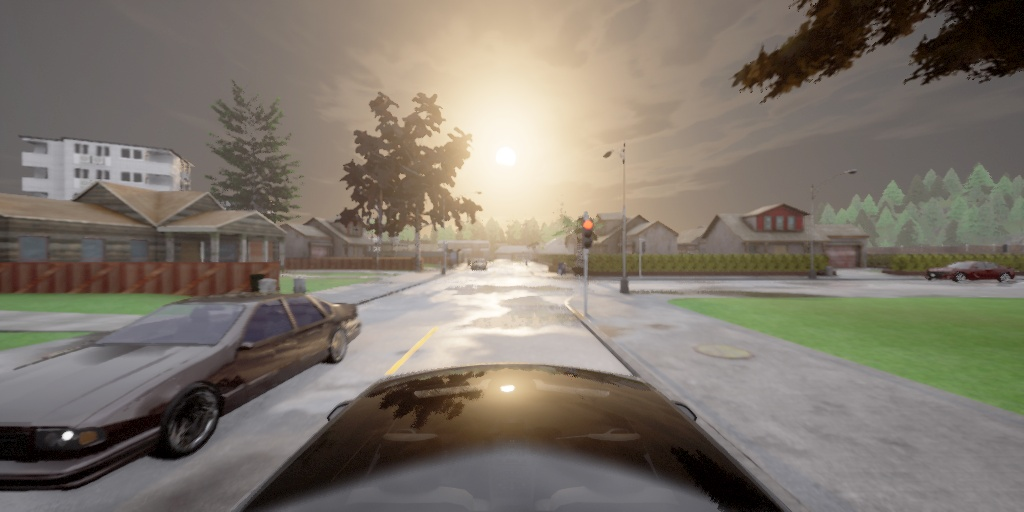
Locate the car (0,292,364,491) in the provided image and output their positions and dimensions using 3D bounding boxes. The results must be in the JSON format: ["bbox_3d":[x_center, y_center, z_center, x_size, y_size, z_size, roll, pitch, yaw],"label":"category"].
[{"bbox_3d":[-4.064,1.280,5.260,2.033,1.411,5.357,0,0,0],"label":"car"}]

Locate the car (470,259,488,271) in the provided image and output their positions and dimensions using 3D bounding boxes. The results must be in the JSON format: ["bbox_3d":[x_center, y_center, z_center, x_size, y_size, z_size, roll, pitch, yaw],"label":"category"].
[{"bbox_3d":[-4.000,1.113,44.171,1.837,1.490,4.892,0,2,0],"label":"car"}]

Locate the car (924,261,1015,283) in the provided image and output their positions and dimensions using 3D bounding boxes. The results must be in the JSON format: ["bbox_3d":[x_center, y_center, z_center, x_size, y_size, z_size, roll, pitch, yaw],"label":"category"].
[{"bbox_3d":[32.903,1.110,25.884,5.008,1.535,1.882,0,0,1],"label":"car"}]
